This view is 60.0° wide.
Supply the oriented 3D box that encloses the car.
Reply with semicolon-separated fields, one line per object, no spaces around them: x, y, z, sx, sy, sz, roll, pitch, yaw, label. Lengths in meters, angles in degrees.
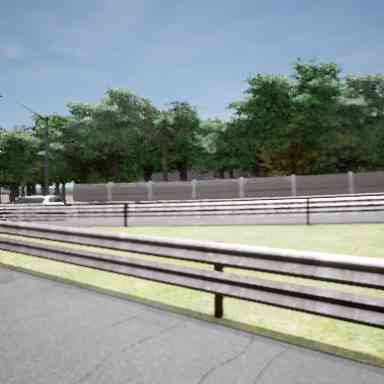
-13.690;1.373;28.382;5.566;2.045;2.150;-1;-1;14;car
